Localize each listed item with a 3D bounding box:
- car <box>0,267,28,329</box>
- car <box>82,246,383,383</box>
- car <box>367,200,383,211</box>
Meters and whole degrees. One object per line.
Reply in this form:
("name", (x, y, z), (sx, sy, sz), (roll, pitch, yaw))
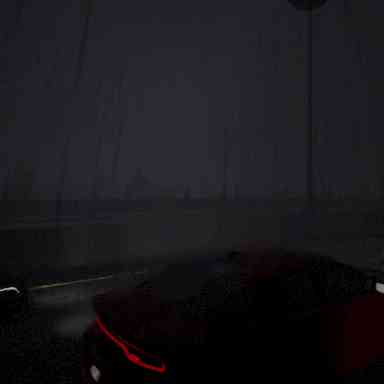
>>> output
("car", (-4.840, 1.514, 4.546), (4.674, 1.442, 1.812), (0, 0, -35))
("car", (1.197, 1.467, 4.374), (5.008, 1.535, 1.882), (0, 0, -33))
("car", (19.209, 1.417, 31.963), (4.902, 1.511, 2.128), (0, 0, -16))
